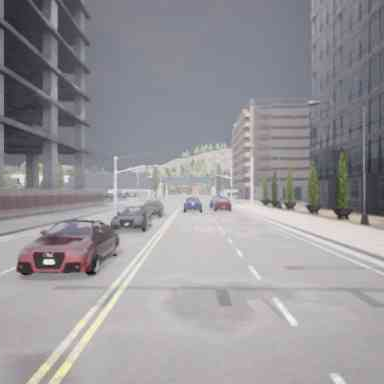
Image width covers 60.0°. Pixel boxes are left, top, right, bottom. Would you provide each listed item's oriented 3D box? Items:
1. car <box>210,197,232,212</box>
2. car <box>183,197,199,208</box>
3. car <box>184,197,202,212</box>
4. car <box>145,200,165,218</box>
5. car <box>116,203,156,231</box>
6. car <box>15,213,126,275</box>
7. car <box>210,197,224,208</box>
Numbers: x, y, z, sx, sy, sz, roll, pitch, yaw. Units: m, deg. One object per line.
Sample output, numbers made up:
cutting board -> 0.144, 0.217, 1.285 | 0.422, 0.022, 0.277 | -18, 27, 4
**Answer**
car -> 3.507, 1.484, 38.777 | 1.882, 1.535, 5.008 | 0, 0, 0
car -> -0.160, 1.556, 50.370 | 2.033, 1.411, 5.357 | 0, 0, -4
car -> 0.106, 1.359, 38.671 | 2.097, 1.767, 4.553 | 0, 0, 0
car -> -3.548, 1.509, 30.412 | 1.837, 1.490, 4.892 | 0, 0, 0
car -> -3.562, 1.568, 20.218 | 1.994, 1.385, 4.181 | 0, 0, 0
car -> -3.574, 1.566, 10.333 | 1.994, 1.385, 4.181 | 0, 0, 1
car -> 3.584, 1.486, 48.390 | 1.882, 1.535, 5.008 | 0, 0, 2
